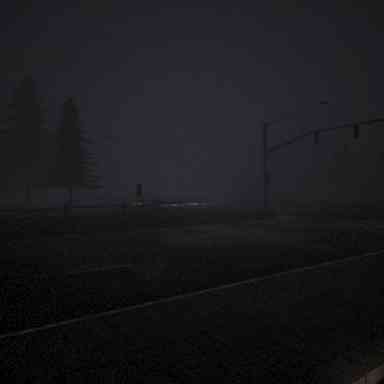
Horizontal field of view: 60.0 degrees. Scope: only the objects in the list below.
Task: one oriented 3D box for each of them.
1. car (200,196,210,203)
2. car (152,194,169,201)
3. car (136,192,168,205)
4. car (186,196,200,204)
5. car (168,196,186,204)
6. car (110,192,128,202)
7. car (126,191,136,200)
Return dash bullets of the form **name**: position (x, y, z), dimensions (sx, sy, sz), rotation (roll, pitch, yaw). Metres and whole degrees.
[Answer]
- **car**: position (1.561, 1.366, 62.356), dimensions (1.994, 1.385, 4.181), rotation (0, 0, -34)
- **car**: position (-7.175, 1.155, 74.984), dimensions (1.812, 1.442, 4.674), rotation (0, 0, -35)
- **car**: position (-6.737, 1.080, 55.829), dimensions (2.150, 2.045, 5.566), rotation (0, 0, -34)
- **car**: position (-0.984, 1.385, 59.843), dimensions (1.994, 1.385, 4.181), rotation (0, 0, -34)
- **car**: position (-3.846, 1.387, 57.822), dimensions (2.033, 1.411, 5.357), rotation (0, 0, -34)
- **car**: position (-15.580, 1.316, 68.680), dimensions (1.812, 1.442, 4.674), rotation (0, 0, -35)
- **car**: position (-12.889, 0.902, 70.938), dimensions (2.150, 2.045, 5.566), rotation (0, 0, -35)
